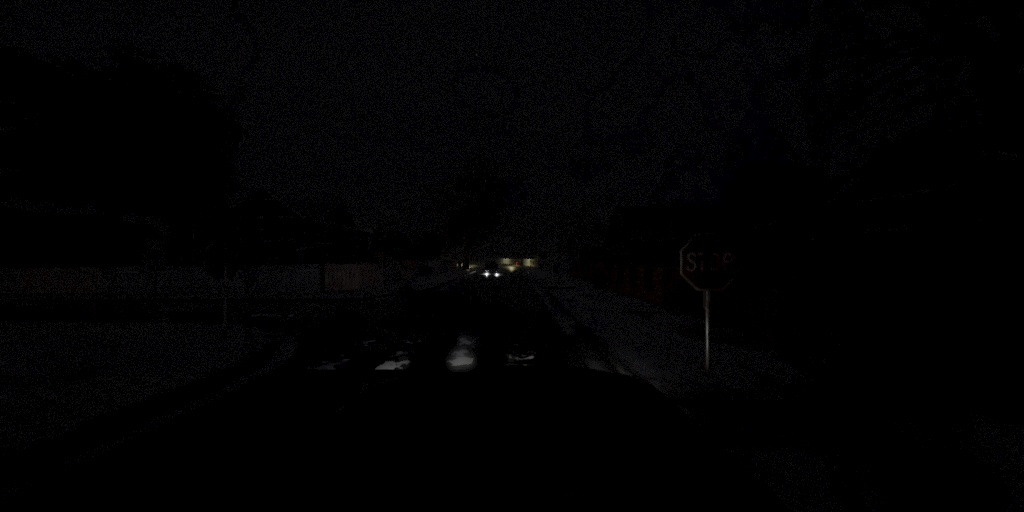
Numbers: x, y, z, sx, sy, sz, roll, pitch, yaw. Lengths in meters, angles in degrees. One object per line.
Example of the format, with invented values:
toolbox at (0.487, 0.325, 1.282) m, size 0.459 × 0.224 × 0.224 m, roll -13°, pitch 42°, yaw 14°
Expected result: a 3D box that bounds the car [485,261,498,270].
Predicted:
car at (-2.941, 1.391, 52.186) m, size 1.895 × 1.301 × 4.718 m, roll 0°, pitch 0°, yaw -3°
